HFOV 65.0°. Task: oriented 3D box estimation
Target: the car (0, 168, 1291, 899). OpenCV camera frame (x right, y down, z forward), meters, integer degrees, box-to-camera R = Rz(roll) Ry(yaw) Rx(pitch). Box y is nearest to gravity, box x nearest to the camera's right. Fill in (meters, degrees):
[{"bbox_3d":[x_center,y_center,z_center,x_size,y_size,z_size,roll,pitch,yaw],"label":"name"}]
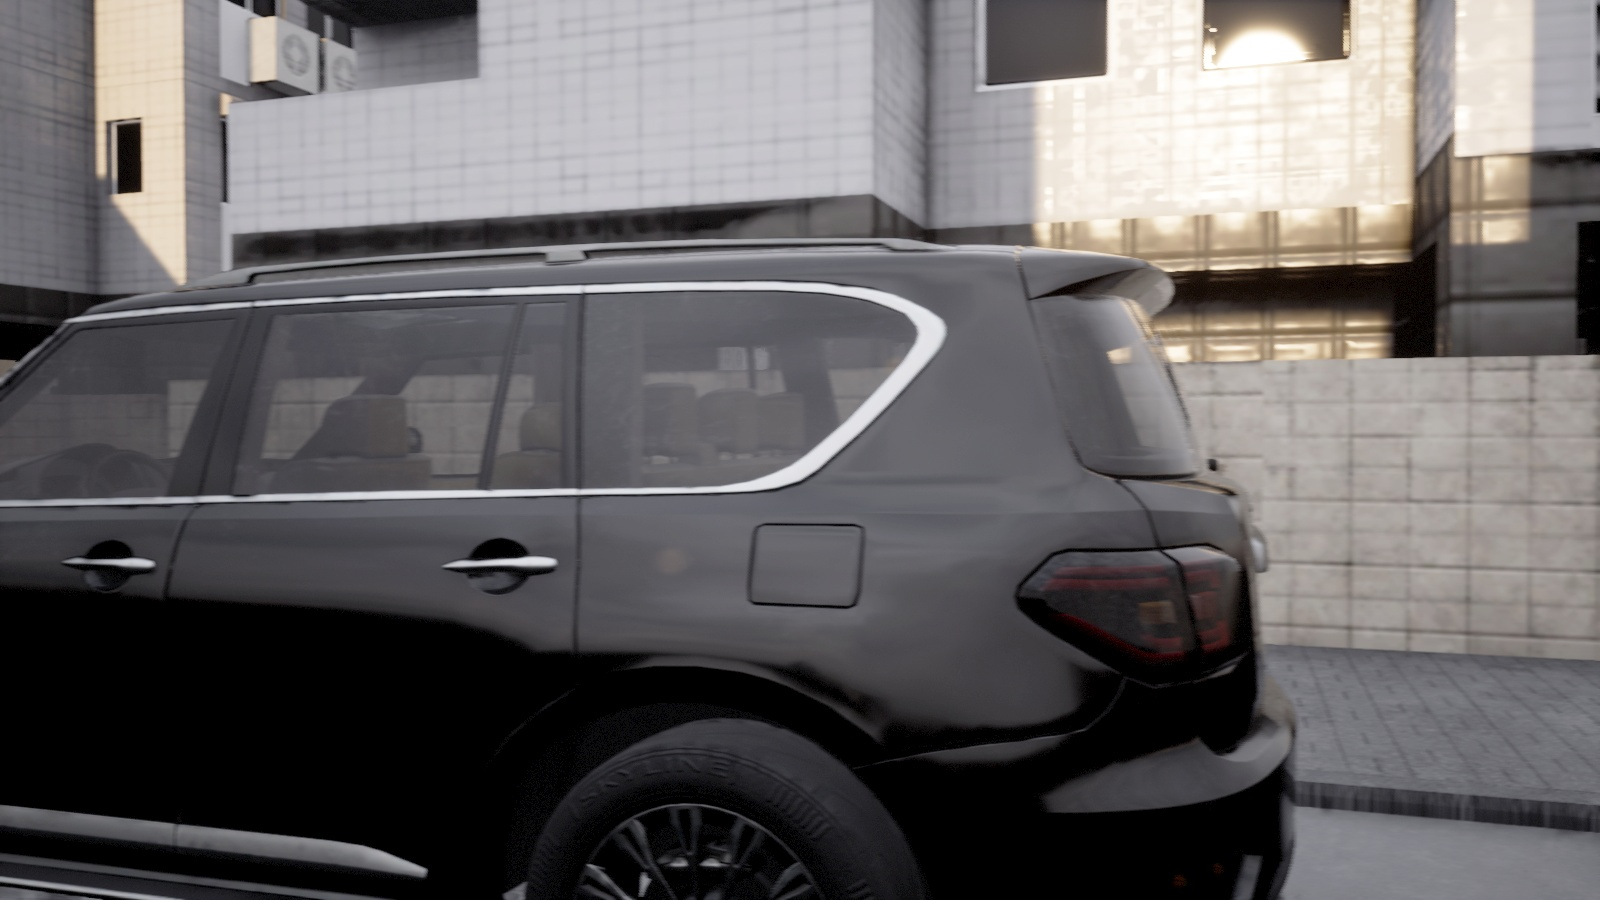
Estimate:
[{"bbox_3d":[-1.415,0.466,4.195,5.566,2.045,2.150,1,1,18],"label":"car"}]
